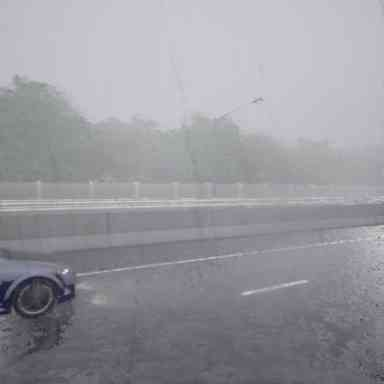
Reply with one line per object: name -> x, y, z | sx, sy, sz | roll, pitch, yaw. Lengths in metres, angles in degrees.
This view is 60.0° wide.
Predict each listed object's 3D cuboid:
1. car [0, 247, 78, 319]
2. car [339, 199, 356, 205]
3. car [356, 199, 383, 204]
car -> -4.285, 1.518, 5.966 | 4.181, 1.385, 1.994 | 0, 0, -31
car -> 17.591, 1.444, 35.803 | 4.181, 1.385, 1.994 | 0, 0, -31
car -> 18.801, 1.450, 32.445 | 5.357, 1.411, 2.033 | 0, 0, -31
